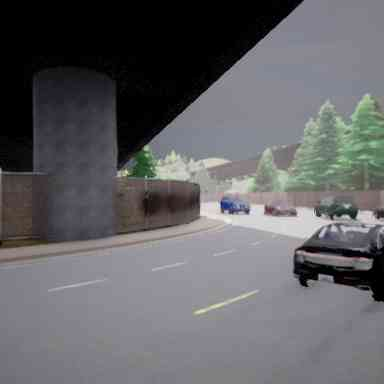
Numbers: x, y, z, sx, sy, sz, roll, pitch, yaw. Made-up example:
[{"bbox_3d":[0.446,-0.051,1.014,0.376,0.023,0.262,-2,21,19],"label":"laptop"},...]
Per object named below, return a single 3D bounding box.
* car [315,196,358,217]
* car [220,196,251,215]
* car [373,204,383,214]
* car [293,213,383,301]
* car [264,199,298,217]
[{"bbox_3d":[12.588,1.337,29.276,2.150,2.045,5.566,0,0,4],"label":"car"},{"bbox_3d":[4.753,1.463,37.385,2.150,2.045,5.566,0,0,-12],"label":"car"},{"bbox_3d":[15.584,1.554,25.544,2.128,1.511,4.902,0,0,10],"label":"car"},{"bbox_3d":[4.272,1.523,8.515,2.128,1.511,4.902,-1,0,41],"label":"car"},{"bbox_3d":[8.779,1.529,33.217,2.097,1.767,4.553,-1,0,-6],"label":"car"}]
